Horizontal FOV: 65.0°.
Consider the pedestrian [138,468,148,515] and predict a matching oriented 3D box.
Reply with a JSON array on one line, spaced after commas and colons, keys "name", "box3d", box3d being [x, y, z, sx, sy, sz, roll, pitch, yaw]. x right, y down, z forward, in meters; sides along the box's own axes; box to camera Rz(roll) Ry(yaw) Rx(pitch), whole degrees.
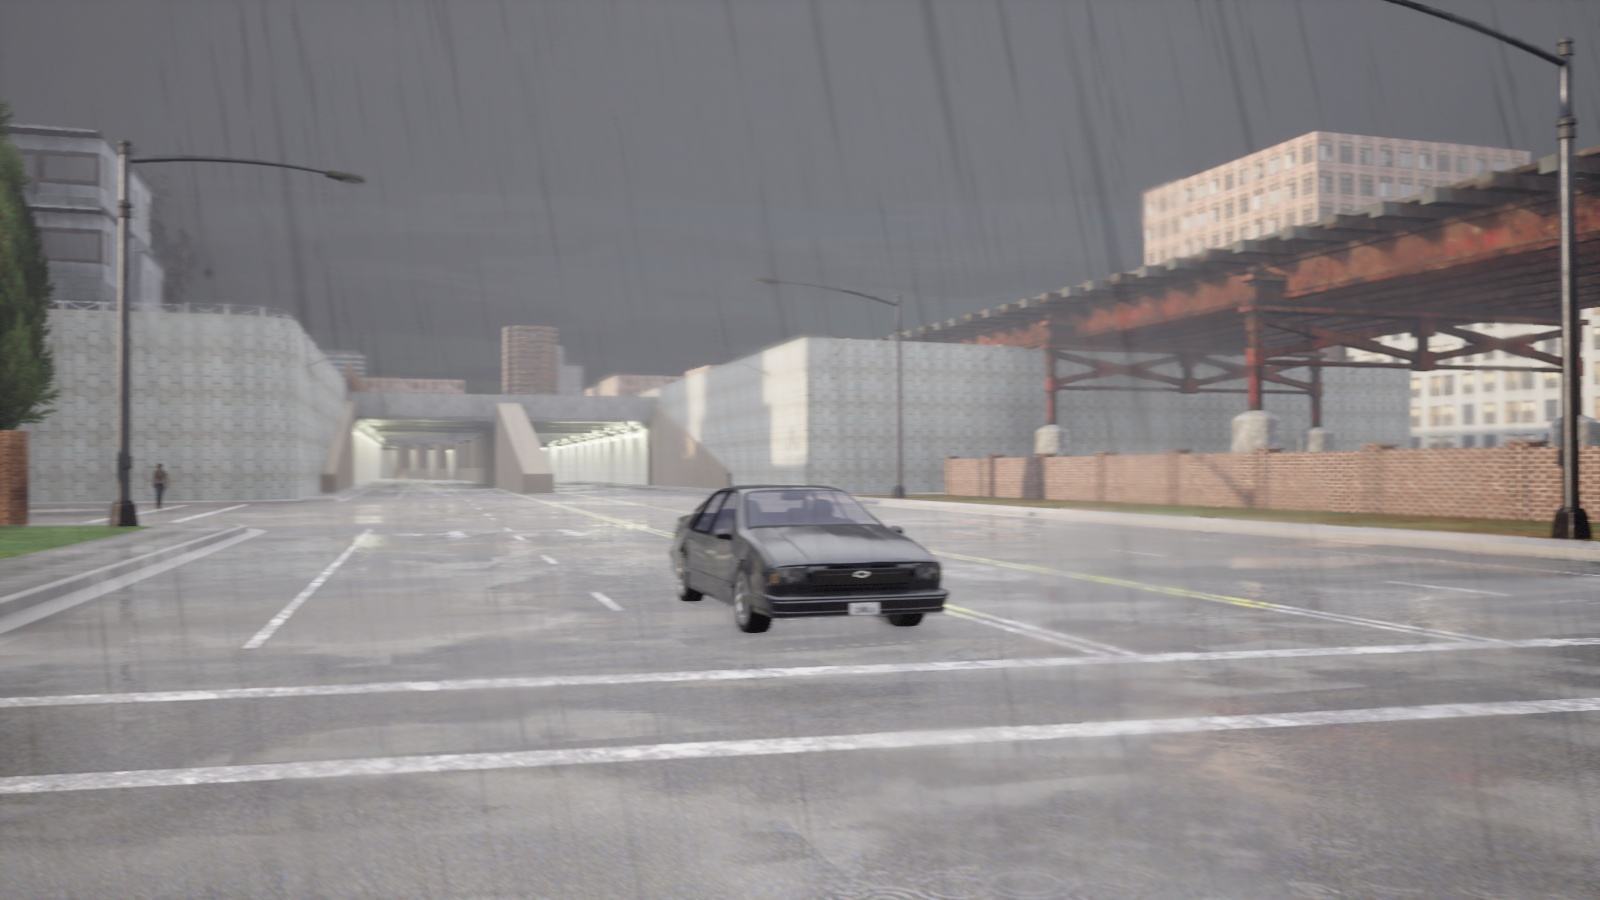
[{"name": "pedestrian", "box3d": [-25.554, 1.611, 48.862, 0.328, 1.805, 0.869, 0, -1, -29]}]

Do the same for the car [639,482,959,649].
[{"name": "car", "box3d": [-0.299, 1.086, 13.900, 2.033, 1.411, 5.357, 0, -1, -17]}]
